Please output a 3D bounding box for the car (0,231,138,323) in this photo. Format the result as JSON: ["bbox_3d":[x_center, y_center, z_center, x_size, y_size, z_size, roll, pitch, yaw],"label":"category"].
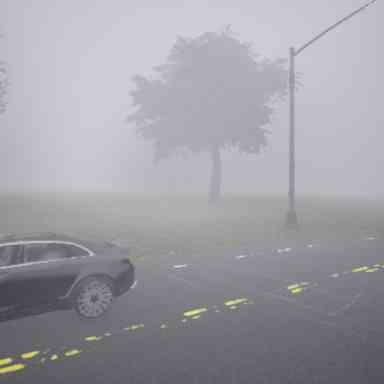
[{"bbox_3d":[-3.370,1.493,5.784,4.902,1.511,2.128,0,0,-35],"label":"car"}]
